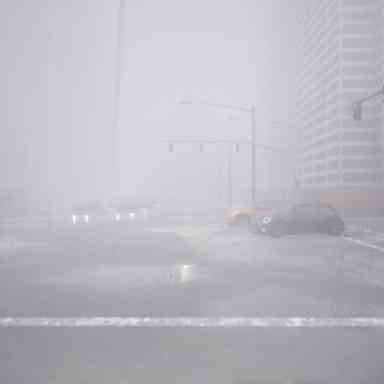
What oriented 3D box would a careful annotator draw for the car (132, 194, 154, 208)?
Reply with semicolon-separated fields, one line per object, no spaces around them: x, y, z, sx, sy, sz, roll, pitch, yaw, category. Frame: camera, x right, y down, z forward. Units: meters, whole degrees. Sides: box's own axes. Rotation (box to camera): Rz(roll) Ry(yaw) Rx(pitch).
-7.036;1.455;47.182;1.837;1.490;4.892;0;0;0;car

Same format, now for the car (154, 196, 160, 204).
-6.979;1.440;61.788;1.837;1.490;4.892;0;0;1;car

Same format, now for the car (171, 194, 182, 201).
-3.432;1.276;74.714;2.128;1.511;4.902;0;0;0;car

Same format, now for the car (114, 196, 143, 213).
-7.055;1.487;37.239;1.812;1.442;4.674;0;0;0;car

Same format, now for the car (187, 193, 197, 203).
0.059;1.480;64.426;2.033;1.411;5.357;0;0;0;car

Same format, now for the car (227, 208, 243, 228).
4.500;1.328;21.253;4.553;1.767;2.097;0;0;0;car

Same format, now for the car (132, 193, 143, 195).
-10.454;1.437;66.643;1.837;1.490;4.892;0;0;0;car

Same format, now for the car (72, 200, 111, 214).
-10.538;1.511;34.537;2.033;1.411;5.357;0;0;4;car

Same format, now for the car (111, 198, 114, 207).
-10.543;1.497;47.069;2.033;1.411;5.357;0;0;0;car

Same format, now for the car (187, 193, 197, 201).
0.068;1.106;74.681;2.097;1.767;4.553;0;0;0;car

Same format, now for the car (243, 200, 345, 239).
5.243;1.333;16.895;4.553;1.767;2.097;0;0;-11;car

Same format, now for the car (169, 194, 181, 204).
-3.441;1.424;64.430;2.128;1.511;4.902;0;0;0;car
